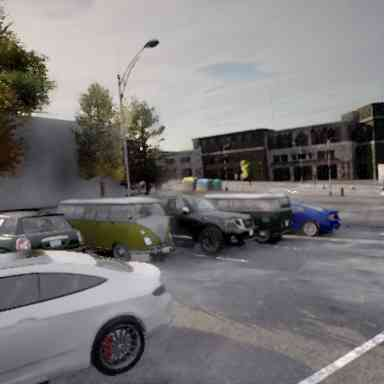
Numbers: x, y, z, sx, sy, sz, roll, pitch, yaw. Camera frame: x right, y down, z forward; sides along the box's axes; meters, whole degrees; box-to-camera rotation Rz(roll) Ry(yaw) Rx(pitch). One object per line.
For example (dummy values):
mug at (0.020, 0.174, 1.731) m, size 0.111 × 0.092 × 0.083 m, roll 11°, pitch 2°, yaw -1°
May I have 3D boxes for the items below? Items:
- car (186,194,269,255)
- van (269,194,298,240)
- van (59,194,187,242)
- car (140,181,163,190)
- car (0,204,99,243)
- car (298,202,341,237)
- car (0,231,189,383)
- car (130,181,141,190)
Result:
car at (-0.242, 1.107, 12.970) m, size 5.566 × 2.045 × 2.435 m, roll -1°, pitch 0°, yaw 35°
van at (2.080, 1.080, 14.782) m, size 4.442 × 1.987 × 1.878 m, roll -1°, pitch 0°, yaw 35°
van at (-2.615, 1.185, 11.184) m, size 4.442 × 1.987 × 1.878 m, roll -1°, pitch 0°, yaw 35°
car at (-6.820, -1.151, 59.731) m, size 2.163 × 1.488 × 4.792 m, roll 0°, pitch 7°, yaw 15°
car at (-5.134, 1.342, 9.490) m, size 4.553 × 1.767 × 2.185 m, roll -1°, pitch 0°, yaw 35°
car at (4.630, 1.248, 16.449) m, size 5.008 × 1.535 × 2.097 m, roll -1°, pitch 0°, yaw 35°
car at (-2.430, 1.517, 3.972) m, size 4.674 × 1.442 × 1.812 m, roll -1°, pitch 1°, yaw -36°
car at (-9.243, -1.299, 61.436) m, size 2.231 × 1.521 × 4.892 m, roll 0°, pitch 7°, yaw 15°
